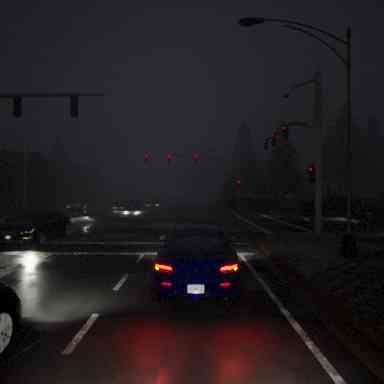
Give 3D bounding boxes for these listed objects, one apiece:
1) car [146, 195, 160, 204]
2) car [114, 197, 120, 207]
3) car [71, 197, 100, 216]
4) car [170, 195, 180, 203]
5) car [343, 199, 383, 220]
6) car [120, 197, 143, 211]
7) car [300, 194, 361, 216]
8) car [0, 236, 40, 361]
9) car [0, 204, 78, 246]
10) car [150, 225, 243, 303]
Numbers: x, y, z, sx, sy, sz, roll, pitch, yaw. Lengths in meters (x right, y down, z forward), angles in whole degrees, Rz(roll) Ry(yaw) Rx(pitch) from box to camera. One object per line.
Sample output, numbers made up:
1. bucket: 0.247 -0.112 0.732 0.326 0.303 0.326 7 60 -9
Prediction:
1. car: -7.101 1.332 61.283 2.097 1.767 4.553 0 0 0
2. car: -10.644 1.510 50.921 1.812 1.442 4.674 0 0 0
3. car: -10.637 1.341 32.712 2.097 1.767 4.553 0 0 0
4. car: -3.479 1.456 69.609 1.882 1.535 5.008 0 0 0
5. car: 15.885 1.539 27.619 5.357 1.411 2.033 0 0 0
6. car: -7.107 1.551 40.479 1.994 1.385 4.181 0 0 -1
7. car: 13.063 1.212 31.118 5.566 2.045 2.150 0 0 0
8. car: -3.442 1.504 2.966 1.837 1.490 4.892 0 0 0
9. car: -7.117 1.500 15.287 1.837 1.490 4.892 0 0 0
10. car: 0.131 1.523 8.100 1.812 1.442 4.674 0 0 2
